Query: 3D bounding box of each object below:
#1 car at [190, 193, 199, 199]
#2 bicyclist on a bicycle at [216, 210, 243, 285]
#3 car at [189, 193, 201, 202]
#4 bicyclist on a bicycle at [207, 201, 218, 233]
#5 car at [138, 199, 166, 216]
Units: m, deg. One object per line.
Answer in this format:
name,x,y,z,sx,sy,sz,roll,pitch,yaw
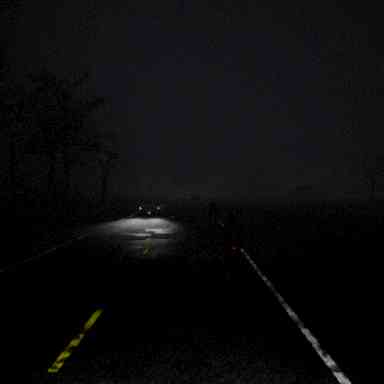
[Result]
car,0.549,0.844,73.753,1.994,1.385,4.181,0,1,0
bicyclist on a bicycle,1.026,1.374,8.339,0.582,1.620,1.656,0,0,0
car,0.536,0.987,58.526,2.033,1.411,5.357,0,0,0
bicyclist on a bicycle,1.095,1.288,17.491,0.582,1.620,1.656,0,0,0
car,-3.384,1.329,28.671,1.895,1.301,4.718,0,1,0
